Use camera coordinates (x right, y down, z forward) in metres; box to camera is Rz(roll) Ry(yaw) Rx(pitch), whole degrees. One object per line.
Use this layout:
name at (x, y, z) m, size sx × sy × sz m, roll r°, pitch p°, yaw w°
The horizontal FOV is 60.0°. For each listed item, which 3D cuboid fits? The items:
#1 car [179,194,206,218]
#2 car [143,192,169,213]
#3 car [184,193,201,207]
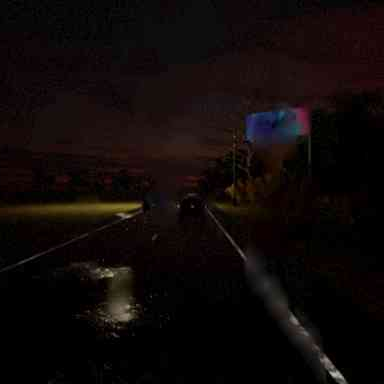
car at (0.052, 1.147, 27.592) m, size 2.097 × 1.767 × 4.553 m, roll 0°, pitch 0°, yaw 0°
car at (-3.555, 0.975, 33.615) m, size 2.150 × 2.045 × 5.566 m, roll 0°, pitch 0°, yaw 0°
car at (0.061, 1.026, 44.047) m, size 2.097 × 1.767 × 4.553 m, roll 0°, pitch 0°, yaw 0°
